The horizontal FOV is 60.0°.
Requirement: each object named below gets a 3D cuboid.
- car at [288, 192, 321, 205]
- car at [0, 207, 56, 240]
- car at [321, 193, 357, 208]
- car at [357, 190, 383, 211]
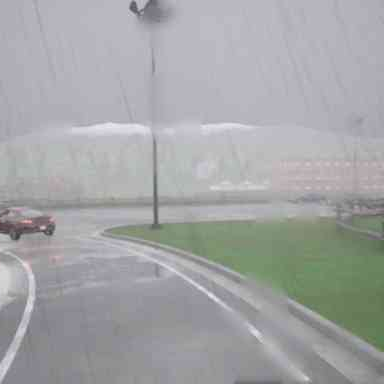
[{"bbox_3d":[14.585,0.837,42.319,4.892,1.490,1.837,-1,1,-14],"label":"car"},{"bbox_3d":[-8.586,1.479,16.615,4.674,1.442,1.812,-1,0,39],"label":"car"},{"bbox_3d":[16.875,0.861,35.683,4.902,1.511,2.128,-1,1,-14],"label":"car"},{"bbox_3d":[17.579,0.650,28.643,5.566,2.045,2.150,-1,1,-14],"label":"car"}]
